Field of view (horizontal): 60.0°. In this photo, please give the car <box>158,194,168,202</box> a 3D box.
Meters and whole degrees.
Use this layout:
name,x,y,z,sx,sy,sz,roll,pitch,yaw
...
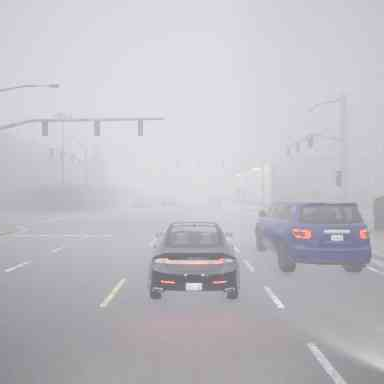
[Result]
name,x,y,z,sx,sy,sz,roll,pitch,yaw
car,-7.033,1.348,80.233,2.097,1.767,4.553,0,0,0

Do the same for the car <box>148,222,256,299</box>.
name,x,y,z,sx,sy,sz,roll,pitch,yaw
car,0.053,1.492,8.417,2.128,1.511,4.902,0,0,0

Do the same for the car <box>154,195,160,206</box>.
name,x,y,z,sx,sy,sz,roll,pitch,yaw
car,-7.108,1.352,56.115,2.097,1.767,4.553,0,0,0

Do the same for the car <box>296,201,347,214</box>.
name,x,y,z,sx,sy,sz,roll,pitch,yaw
car,13.821,1.656,35.658,4.718,1.301,1.895,0,0,0

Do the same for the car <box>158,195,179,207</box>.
name,x,y,z,sx,sy,sz,roll,pitch,yaw
car,-3.608,1.547,51.909,2.033,1.411,5.357,0,0,0

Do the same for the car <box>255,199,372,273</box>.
name,x,y,z,sx,sy,sz,roll,pitch,yaw
car,3.567,1.221,10.862,2.150,2.045,5.566,0,0,0

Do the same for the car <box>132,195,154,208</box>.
name,x,y,z,sx,sy,sz,roll,pitch,yaw
car,-7.165,1.352,47.291,2.097,1.767,4.553,0,0,2

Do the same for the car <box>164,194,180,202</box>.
name,x,y,z,sx,sy,sz,roll,pitch,yaw
car,-3.594,1.505,61.505,1.837,1.490,4.892,0,0,1

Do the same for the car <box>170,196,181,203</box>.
name,x,y,z,sx,sy,sz,roll,pitch,yaw
car,-3.530,1.540,71.904,2.033,1.411,5.357,0,0,0

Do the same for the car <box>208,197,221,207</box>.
name,x,y,z,sx,sy,sz,roll,pitch,yaw
car,3.588,1.491,52.871,2.128,1.511,4.902,0,0,0
